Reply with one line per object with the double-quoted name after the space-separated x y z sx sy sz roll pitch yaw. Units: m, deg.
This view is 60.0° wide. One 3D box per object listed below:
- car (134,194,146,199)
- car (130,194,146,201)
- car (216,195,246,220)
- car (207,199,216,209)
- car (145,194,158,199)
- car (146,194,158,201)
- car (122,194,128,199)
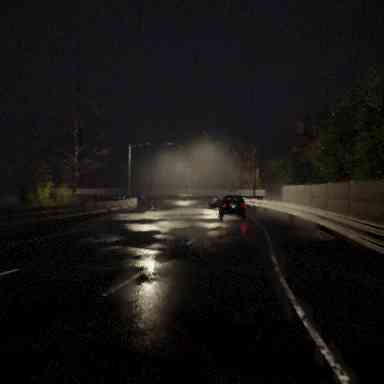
-14.335 1.244 91.365 1.812 1.442 4.674 1 0 -31 "car"
-13.595 1.397 82.358 1.994 1.385 4.181 1 0 -27 "car"
3.477 1.269 29.413 2.150 2.045 5.566 1 0 3 "car"
3.321 1.609 46.239 1.994 1.385 4.181 1 0 -5 "car"
-11.287 1.254 93.084 1.837 1.490 4.892 1 0 -31 "car"
-10.155 1.485 83.285 1.895 1.301 4.718 1 0 -27 "car"
-17.592 1.240 90.005 1.812 1.442 4.674 1 0 -31 "car"
